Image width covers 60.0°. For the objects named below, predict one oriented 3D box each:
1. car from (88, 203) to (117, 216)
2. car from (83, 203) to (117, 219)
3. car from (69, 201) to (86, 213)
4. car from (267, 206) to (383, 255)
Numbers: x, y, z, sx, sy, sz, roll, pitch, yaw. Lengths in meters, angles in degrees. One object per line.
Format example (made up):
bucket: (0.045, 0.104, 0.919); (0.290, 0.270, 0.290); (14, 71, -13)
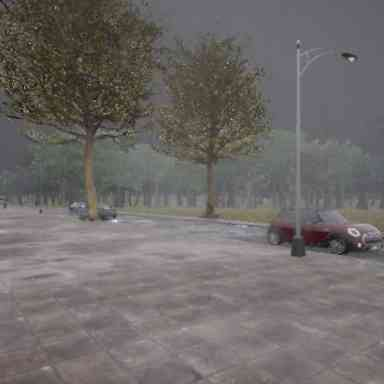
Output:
car: (-11.719, 2.238, 43.279); (2.128, 1.511, 4.902); (0, -1, -35)
car: (-9.595, 2.115, 35.252); (1.812, 1.442, 4.674); (0, -1, -35)
car: (-17.497, 2.305, 51.373); (2.097, 1.767, 4.553); (0, -1, -35)
car: (5.397, 1.474, 13.973); (2.097, 1.767, 4.553); (0, -1, -35)
